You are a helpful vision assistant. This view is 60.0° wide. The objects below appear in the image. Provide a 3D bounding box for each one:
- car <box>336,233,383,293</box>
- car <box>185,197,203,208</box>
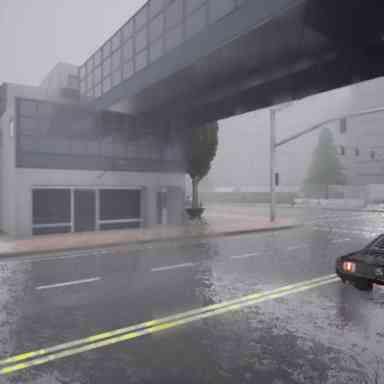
[{"bbox_3d":[5.462,1.575,7.687,4.718,1.301,1.895,0,0,-35],"label":"car"},{"bbox_3d":[-0.392,1.400,46.965,1.882,1.535,5.008,0,0,-36],"label":"car"}]
